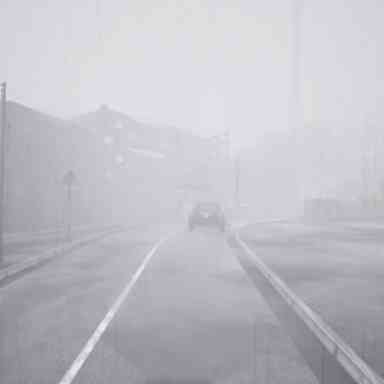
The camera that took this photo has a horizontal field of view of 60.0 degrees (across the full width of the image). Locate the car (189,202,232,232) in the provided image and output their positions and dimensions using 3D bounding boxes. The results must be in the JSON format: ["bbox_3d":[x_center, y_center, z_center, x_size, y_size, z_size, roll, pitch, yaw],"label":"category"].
[{"bbox_3d":[1.237,1.382,20.494,2.097,1.767,4.553,0,-1,13],"label":"car"}]
